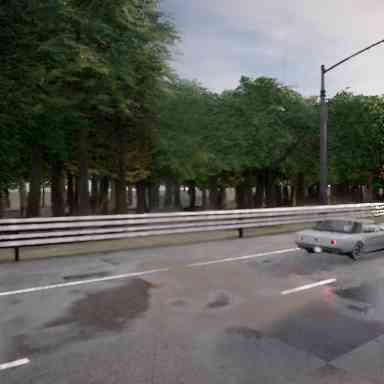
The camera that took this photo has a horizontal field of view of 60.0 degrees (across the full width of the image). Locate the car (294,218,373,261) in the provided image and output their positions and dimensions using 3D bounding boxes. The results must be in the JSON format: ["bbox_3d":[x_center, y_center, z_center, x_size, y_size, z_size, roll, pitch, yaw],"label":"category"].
[{"bbox_3d":[6.041,1.638,12.425,4.718,1.301,1.895,0,0,-35],"label":"car"}]

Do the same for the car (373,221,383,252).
[{"bbox_3d":[7.595,1.260,9.241,5.566,2.045,2.150,0,0,-35],"label":"car"}]
